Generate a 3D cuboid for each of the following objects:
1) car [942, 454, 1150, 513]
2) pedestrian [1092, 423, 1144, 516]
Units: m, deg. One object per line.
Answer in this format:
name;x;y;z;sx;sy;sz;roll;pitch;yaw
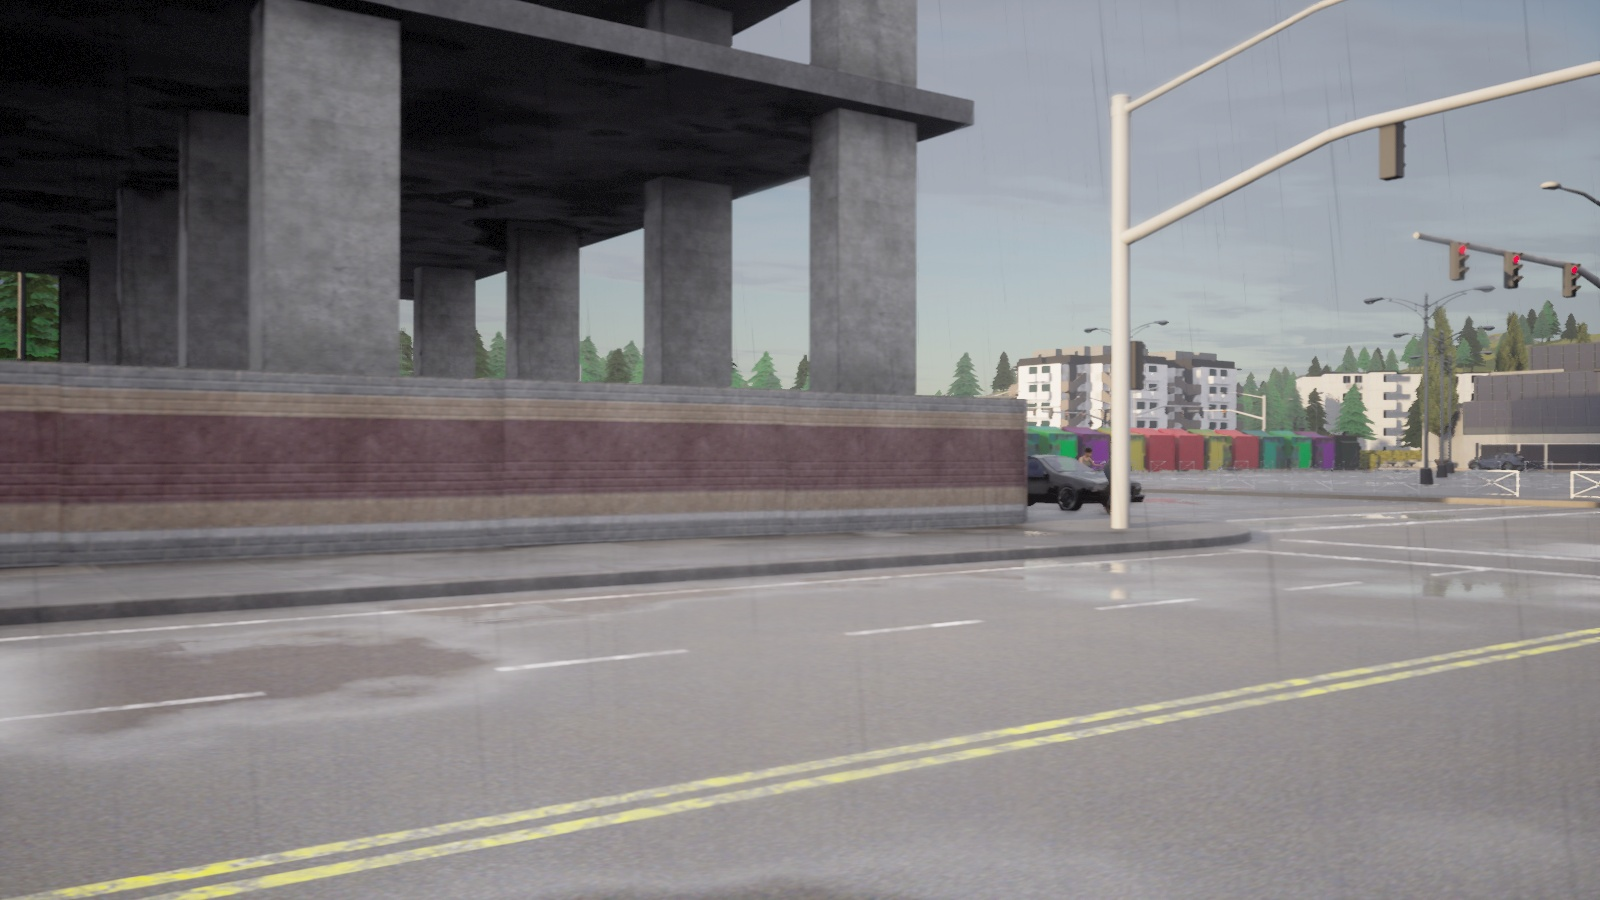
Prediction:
car;6.234;0.803;32.480;2.033;1.411;5.357;0;0;-35
pedestrian;6.492;0.392;25.645;0.900;1.855;0.874;0;0;23
